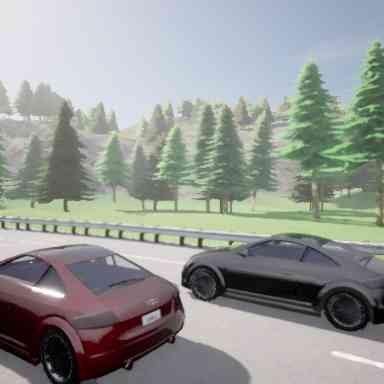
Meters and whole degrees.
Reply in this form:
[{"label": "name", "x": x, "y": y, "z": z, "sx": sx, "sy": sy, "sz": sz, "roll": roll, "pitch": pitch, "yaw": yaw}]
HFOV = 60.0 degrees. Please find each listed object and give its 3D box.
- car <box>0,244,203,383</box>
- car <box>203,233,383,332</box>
[{"label": "car", "x": -2.164, "y": 1.557, "z": 5.348, "sx": 4.181, "sy": 1.385, "sz": 1.994, "roll": 0, "pitch": 0, "yaw": 34}, {"label": "car", "x": 1.826, "y": 1.550, "z": 6.854, "sx": 4.181, "sy": 1.385, "sz": 1.994, "roll": 0, "pitch": 0, "yaw": 35}]
